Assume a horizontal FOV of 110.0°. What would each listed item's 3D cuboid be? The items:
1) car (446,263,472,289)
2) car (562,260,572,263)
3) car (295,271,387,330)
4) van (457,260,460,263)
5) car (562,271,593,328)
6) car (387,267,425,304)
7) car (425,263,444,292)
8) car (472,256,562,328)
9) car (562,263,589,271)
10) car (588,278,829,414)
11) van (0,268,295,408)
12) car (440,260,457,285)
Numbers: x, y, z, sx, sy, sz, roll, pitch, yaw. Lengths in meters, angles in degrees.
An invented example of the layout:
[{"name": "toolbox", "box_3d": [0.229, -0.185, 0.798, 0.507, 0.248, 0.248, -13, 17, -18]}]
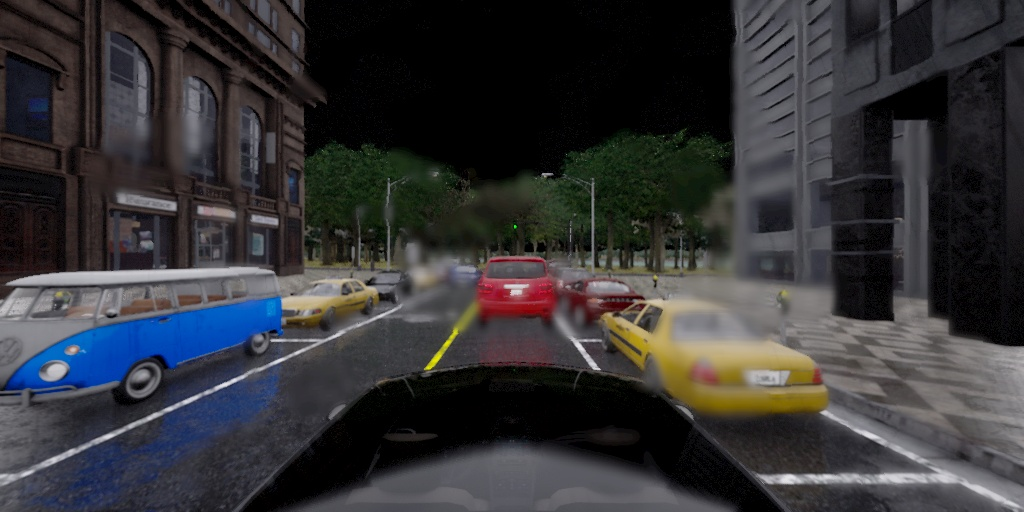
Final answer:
[{"name": "car", "box_3d": [-3.031, 1.403, 24.602, 1.812, 1.442, 4.674, 0, -1, 0]}, {"name": "car", "box_3d": [2.783, 1.179, 22.342, 2.192, 1.841, 5.009, 0, 0, 0]}, {"name": "car", "box_3d": [-5.754, 1.329, 11.306, 1.751, 1.417, 4.829, 0, 0, 0]}, {"name": "van", "box_3d": [-5.731, 1.268, 33.226, 1.690, 1.789, 3.998, 0, 0, 0]}, {"name": "car", "box_3d": [2.772, 1.348, 11.467, 1.888, 1.381, 4.507, 0, 0, 0]}, {"name": "car", "box_3d": [-5.748, 1.400, 16.913, 1.948, 1.339, 4.313, 0, 0, 0]}, {"name": "car", "box_3d": [-5.742, 1.390, 22.181, 1.751, 1.417, 4.829, 0, 0, 0]}, {"name": "car", "box_3d": [0.115, 1.028, 11.821, 2.150, 2.045, 5.566, 0, 0, 0]}, {"name": "car", "box_3d": [2.778, 1.273, 16.904, 1.967, 1.591, 4.097, 0, 0, 0]}, {"name": "car", "box_3d": [2.767, 1.299, 6.199, 1.751, 1.417, 4.829, 0, 0, 0]}, {"name": "van", "box_3d": [-5.759, 1.114, 6.038, 1.690, 1.789, 3.998, 0, 0, 0]}, {"name": "car", "box_3d": [-5.736, 1.336, 27.788, 1.967, 1.591, 4.097, 0, 0, 0]}]
